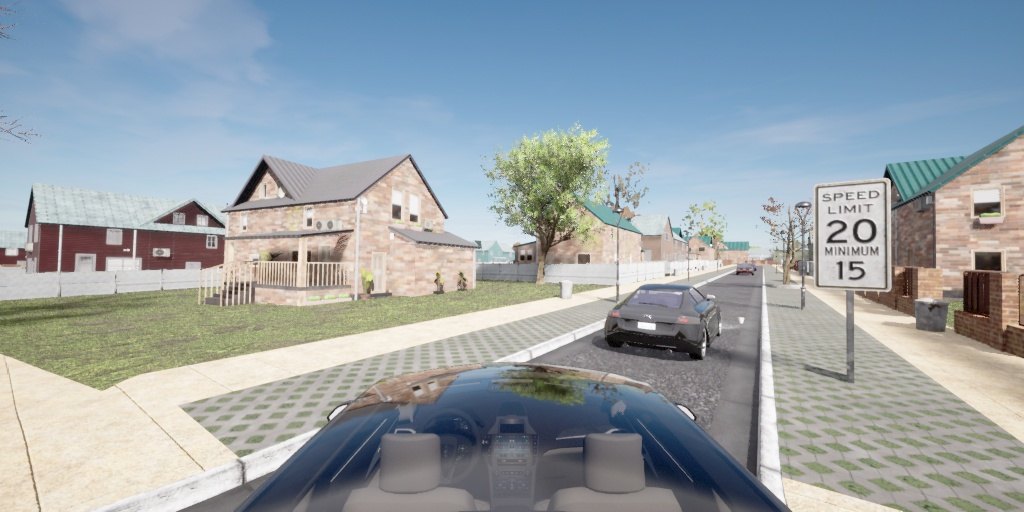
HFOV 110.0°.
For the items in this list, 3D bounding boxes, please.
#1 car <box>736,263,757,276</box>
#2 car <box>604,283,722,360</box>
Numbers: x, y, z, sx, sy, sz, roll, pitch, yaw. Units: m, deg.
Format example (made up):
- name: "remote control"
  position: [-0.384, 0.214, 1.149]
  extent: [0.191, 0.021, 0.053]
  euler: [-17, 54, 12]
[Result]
- name: "car"
  position: [28.796, 1.633, 44.232]
  extent: [2.033, 1.411, 5.357]
  euler: [0, 0, 35]
- name: "car"
  position: [3.801, 1.360, 8.704]
  extent: [1.994, 1.385, 4.181]
  euler: [0, 0, 35]
